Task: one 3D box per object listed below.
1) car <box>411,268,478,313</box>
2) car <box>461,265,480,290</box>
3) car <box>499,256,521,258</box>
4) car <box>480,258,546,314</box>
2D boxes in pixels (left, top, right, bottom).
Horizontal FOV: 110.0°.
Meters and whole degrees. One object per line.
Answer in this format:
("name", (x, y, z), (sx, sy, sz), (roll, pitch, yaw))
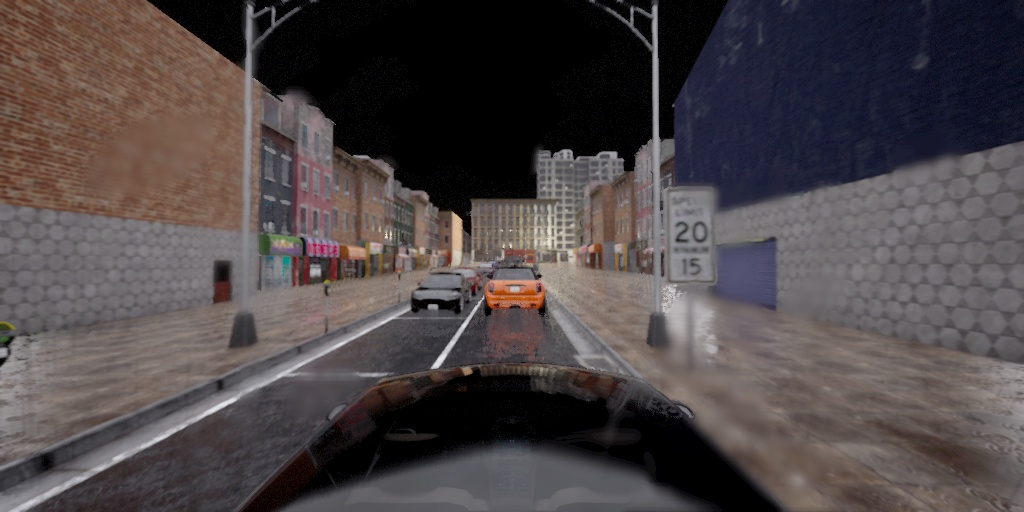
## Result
("car", (-2.634, 1.320, 14.104), (1.948, 1.339, 4.313), (0, 0, 0))
("car", (-2.633, 1.302, 19.636), (1.888, 1.381, 4.507), (0, 0, 0))
("car", (0.076, 0.991, 36.486), (2.150, 2.045, 5.566), (0, 0, 0))
("car", (0.102, 1.106, 13.862), (2.097, 1.767, 4.553), (0, 0, 0))
